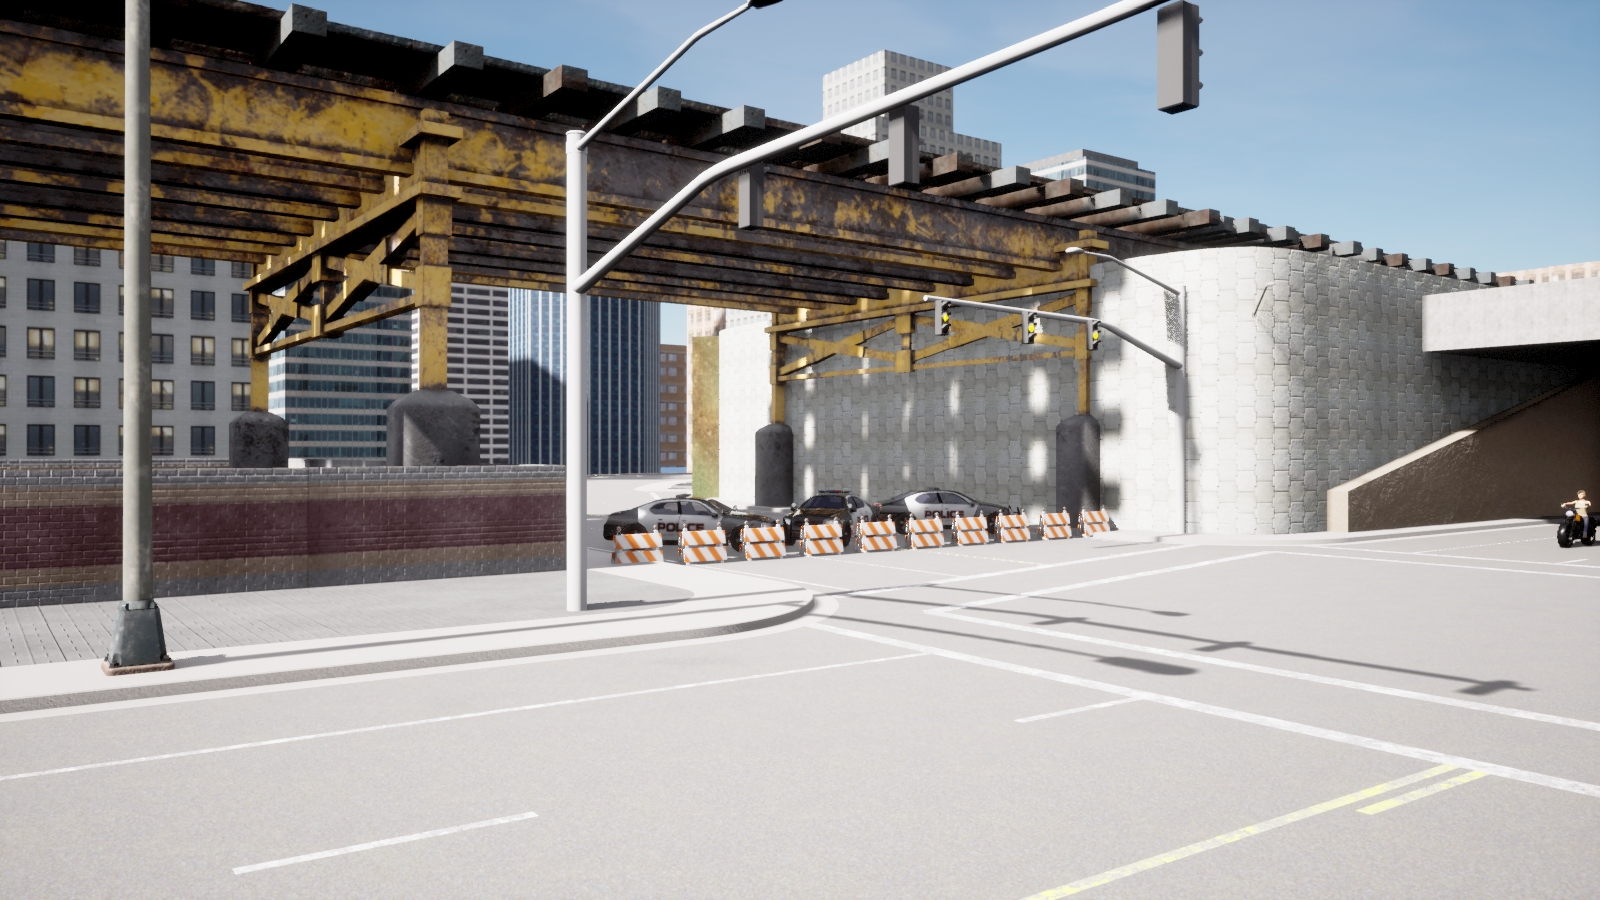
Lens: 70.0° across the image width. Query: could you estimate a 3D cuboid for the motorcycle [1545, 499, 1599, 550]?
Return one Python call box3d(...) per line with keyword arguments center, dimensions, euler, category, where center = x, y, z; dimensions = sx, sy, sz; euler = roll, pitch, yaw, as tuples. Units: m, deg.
box3d(center=(22.559, 2.142, 33.174), dimensions=(2.356, 1.332, 0.764), euler=(0, 0, -37), category="motorcycle")
